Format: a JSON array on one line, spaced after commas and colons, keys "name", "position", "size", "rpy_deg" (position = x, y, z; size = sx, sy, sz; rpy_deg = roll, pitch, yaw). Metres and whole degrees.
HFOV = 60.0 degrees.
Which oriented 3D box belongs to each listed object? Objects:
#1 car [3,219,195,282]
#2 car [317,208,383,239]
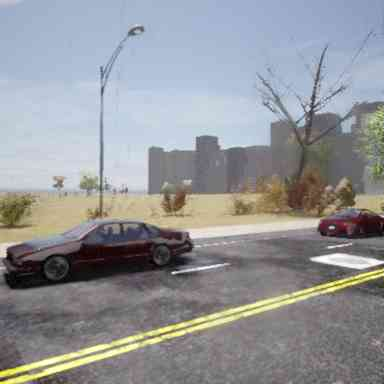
[{"name": "car", "position": [-2.491, 1.526, 9.886], "size": [5.357, 1.411, 2.033], "rpy_deg": [0, 0, -35]}, {"name": "car", "position": [8.571, 1.579, 17.704], "size": [4.181, 1.385, 1.994], "rpy_deg": [0, 0, -35]}]
